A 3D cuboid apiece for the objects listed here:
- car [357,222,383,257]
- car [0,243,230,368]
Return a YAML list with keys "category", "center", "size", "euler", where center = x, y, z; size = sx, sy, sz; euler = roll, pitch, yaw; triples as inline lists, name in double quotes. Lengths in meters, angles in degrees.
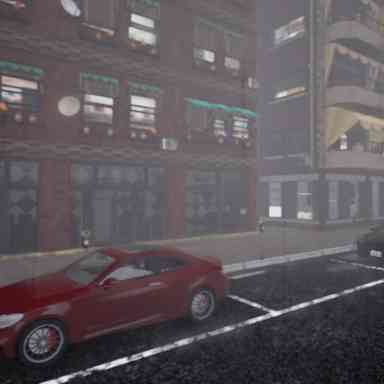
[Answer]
- category: "car"
  center: [7.781, 1.650, 12.117]
  size: [4.313, 1.339, 1.947]
  euler: [0, -1, -35]
- category: "car"
  center: [-1.218, 1.596, 5.699]
  size: [4.206, 1.307, 1.802]
  euler: [0, -1, -35]
